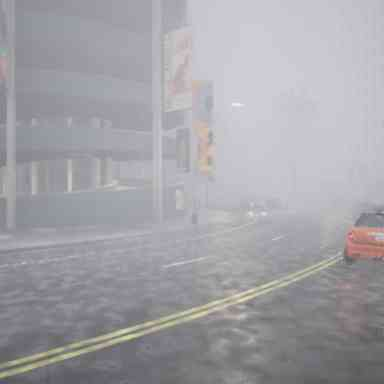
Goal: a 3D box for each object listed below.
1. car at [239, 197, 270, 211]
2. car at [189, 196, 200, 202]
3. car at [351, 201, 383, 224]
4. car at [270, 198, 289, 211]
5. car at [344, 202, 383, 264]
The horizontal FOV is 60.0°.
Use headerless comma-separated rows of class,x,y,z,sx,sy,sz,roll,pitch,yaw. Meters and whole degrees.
car,7.452,1.440,41.430,2.097,1.767,4.553,0,0,-11
car,0.135,1.732,83.042,2.231,1.521,4.892,0,0,-33
car,13.815,1.512,25.826,1.837,1.490,4.892,0,0,15
car,10.714,1.567,42.994,2.128,1.511,4.902,0,0,-12
car,6.691,1.352,11.109,2.097,1.767,4.553,-1,0,39
